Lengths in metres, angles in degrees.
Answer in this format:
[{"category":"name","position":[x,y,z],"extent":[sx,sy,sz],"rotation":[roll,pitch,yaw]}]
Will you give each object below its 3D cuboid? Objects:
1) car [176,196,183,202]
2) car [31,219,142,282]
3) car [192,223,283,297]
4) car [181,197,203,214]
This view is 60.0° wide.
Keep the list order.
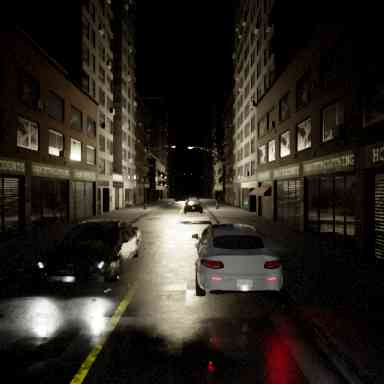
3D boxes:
[{"category":"car","position":[-2.549,1.646,75.532],"extent":[1.994,1.385,4.181],"rotation":[0,0,0]},{"category":"car","position":[-2.723,1.547,10.019],"extent":[2.033,1.411,5.357],"rotation":[0,0,0]},{"category":"car","position":[0.984,1.526,8.478],"extent":[1.812,1.442,4.674],"rotation":[0,0,0]},{"category":"car","position":[0.157,1.581,35.725],"extent":[1.994,1.385,4.181],"rotation":[0,0,1]}]
